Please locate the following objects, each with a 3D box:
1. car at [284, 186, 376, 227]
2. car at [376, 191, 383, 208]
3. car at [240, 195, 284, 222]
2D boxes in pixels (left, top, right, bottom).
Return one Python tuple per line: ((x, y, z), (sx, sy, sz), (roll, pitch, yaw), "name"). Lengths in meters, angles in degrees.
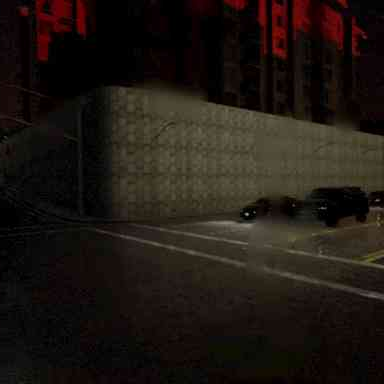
((7.951, 0.722, 18.912), (5.566, 2.045, 2.150), (-2, 1, -39), "car")
((17.524, 0.642, 31.080), (4.674, 1.442, 1.812), (-2, 2, -39), "car")
((5.105, 1.003, 21.114), (4.892, 1.490, 1.837), (-2, 2, -39), "car")
